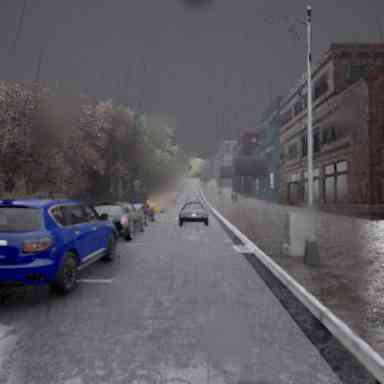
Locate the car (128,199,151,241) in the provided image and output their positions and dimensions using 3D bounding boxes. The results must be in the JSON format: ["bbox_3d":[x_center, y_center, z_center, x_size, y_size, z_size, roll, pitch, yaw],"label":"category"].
[{"bbox_3d":[-3.644,1.259,16.477,2.185,1.767,4.553,0,1,2],"label":"car"}]

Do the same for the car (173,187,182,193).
[{"bbox_3d":[-3.598,0.417,63.737,1.946,1.575,5.366,1,3,2],"label":"car"}]

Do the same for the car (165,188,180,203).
[{"bbox_3d":[-3.601,0.759,52.720,2.185,1.767,4.553,2,2,2],"label":"car"}]

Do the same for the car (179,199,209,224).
[{"bbox_3d":[0.113,1.418,23.035,1.994,1.385,4.181,0,0,0],"label":"car"}]

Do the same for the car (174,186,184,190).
[{"bbox_3d":[-3.599,0.129,69.469,2.231,1.521,4.892,1,4,2],"label":"car"}]

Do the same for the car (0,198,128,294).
[{"bbox_3d":[-3.646,1.176,8.823,2.435,2.045,5.566,0,0,2],"label":"car"}]

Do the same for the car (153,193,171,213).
[{"bbox_3d":[-3.627,1.253,33.329,1.946,1.575,5.366,0,1,2],"label":"car"}]

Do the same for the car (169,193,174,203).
[{"bbox_3d":[-3.631,1.236,39.466,2.002,1.452,4.674,0,1,2],"label":"car"}]

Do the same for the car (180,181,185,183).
[{"bbox_3d":[-3.611,-1.088,86.134,2.185,1.767,4.553,0,4,2],"label":"car"}]

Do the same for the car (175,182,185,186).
[{"bbox_3d":[-3.614,-0.710,80.575,2.185,1.767,4.553,0,4,2],"label":"car"}]

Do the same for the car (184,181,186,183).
[{"bbox_3d":[-3.607,-1.342,91.725,2.231,1.521,4.892,0,4,2],"label":"car"}]

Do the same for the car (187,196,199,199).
[{"bbox_3d":[0.121,1.235,41.251,2.033,1.411,5.357,0,1,0],"label":"car"}]

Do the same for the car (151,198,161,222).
[{"bbox_3d":[-3.651,1.402,22.083,2.163,1.488,4.792,-1,1,2],"label":"car"}]
